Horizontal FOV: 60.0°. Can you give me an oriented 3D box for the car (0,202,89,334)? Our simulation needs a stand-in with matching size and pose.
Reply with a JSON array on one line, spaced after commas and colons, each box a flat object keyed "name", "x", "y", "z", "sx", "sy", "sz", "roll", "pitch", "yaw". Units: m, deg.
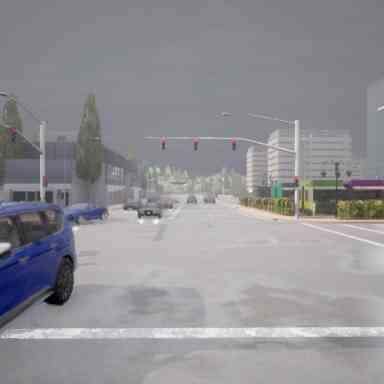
[{"name": "car", "x": -3.601, "y": 1.221, "z": 5.173, "sx": 2.150, "sy": 2.045, "sz": 5.566, "roll": 0, "pitch": 0, "yaw": 0}]

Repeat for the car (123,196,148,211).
[{"name": "car", "x": -7.110, "y": 1.547, "z": 40.762, "sx": 2.033, "sy": 1.411, "sz": 5.357, "roll": 0, "pitch": 0, "yaw": 0}]

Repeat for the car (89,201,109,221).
[{"name": "car", "x": -8.078, "y": 1.477, "z": 24.781, "sx": 1.882, "sy": 1.535, "sz": 5.008, "roll": 1, "pitch": 0, "yaw": 15}]

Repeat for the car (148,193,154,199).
[{"name": "car", "x": -7.069, "y": 1.223, "z": 62.397, "sx": 2.150, "sy": 2.045, "sz": 5.566, "roll": 0, "pitch": 0, "yaw": 0}]

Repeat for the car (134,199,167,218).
[{"name": "car", "x": -3.608, "y": 1.563, "z": 29.527, "sx": 1.994, "sy": 1.385, "sz": 4.181, "roll": 0, "pitch": 0, "yaw": 0}]

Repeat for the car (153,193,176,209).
[{"name": "car", "x": -3.609, "y": 1.351, "z": 44.148, "sx": 2.097, "sy": 1.767, "sz": 4.553, "roll": 0, "pitch": 0, "yaw": 0}]

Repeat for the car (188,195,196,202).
[{"name": "car", "x": -0.018, "y": 1.372, "z": 73.979, "sx": 1.837, "sy": 1.490, "sz": 4.892, "roll": 0, "pitch": 0, "yaw": 0}]

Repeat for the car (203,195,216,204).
[{"name": "car", "x": 3.484, "y": 1.491, "z": 63.706, "sx": 2.128, "sy": 1.511, "sz": 4.902, "roll": 0, "pitch": 0, "yaw": 0}]

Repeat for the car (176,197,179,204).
[{"name": "car", "x": -3.540, "y": 1.601, "z": 65.532, "sx": 1.895, "sy": 1.301, "sz": 4.718, "roll": 0, "pitch": 0, "yaw": 0}]

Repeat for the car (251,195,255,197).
[{"name": "car", "x": 17.748, "y": 1.153, "z": 86.877, "sx": 4.605, "sy": 1.855, "sz": 1.932, "roll": 0, "pitch": 0, "yaw": -2}]

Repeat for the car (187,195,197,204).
[{"name": "car", "x": -0.016, "y": 1.491, "z": 63.705, "sx": 2.128, "sy": 1.511, "sz": 4.902, "roll": 0, "pitch": 0, "yaw": 0}]

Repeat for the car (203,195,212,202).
[{"name": "car", "x": 3.482, "y": 1.397, "z": 73.981, "sx": 1.812, "sy": 1.442, "sz": 4.674, "roll": 0, "pitch": 0, "yaw": 0}]
